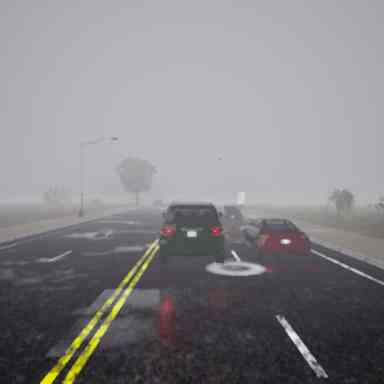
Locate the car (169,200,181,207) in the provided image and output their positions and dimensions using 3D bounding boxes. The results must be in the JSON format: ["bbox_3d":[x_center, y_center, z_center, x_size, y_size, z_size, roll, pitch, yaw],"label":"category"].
[{"bbox_3d":[-3.258,2.209,64.708,2.033,1.411,5.357,0,-1,1],"label":"car"}]

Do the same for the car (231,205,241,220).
[{"bbox_3d":[3.274,1.826,28.884,1.812,1.442,4.674,0,0,0],"label":"car"}]

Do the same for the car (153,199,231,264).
[{"bbox_3d":[0.010,1.358,12.561,2.150,2.045,5.566,0,0,0],"label":"car"}]

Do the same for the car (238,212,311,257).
[{"bbox_3d":[3.271,1.708,13.553,1.994,1.385,4.181,0,-1,0],"label":"car"}]

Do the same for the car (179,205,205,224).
[{"bbox_3d":[0.021,1.861,28.418,1.994,1.385,4.181,0,-1,0],"label":"car"}]
